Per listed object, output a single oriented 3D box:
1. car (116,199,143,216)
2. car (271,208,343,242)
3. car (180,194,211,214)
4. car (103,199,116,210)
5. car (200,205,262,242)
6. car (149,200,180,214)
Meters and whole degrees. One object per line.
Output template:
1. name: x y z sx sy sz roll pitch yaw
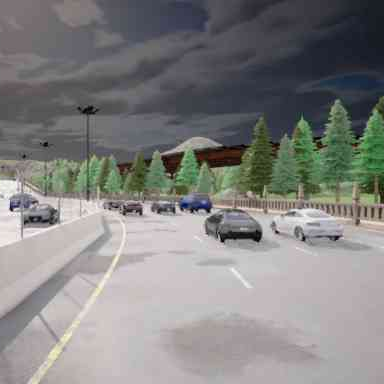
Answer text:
1. car: -6.132 1.505 33.078 1.837 1.490 4.892 0 0 -19
2. car: 5.477 1.525 16.294 1.812 1.442 4.674 0 0 -9
3. car: 0.253 1.221 36.156 2.150 2.045 5.566 0 0 -20
4. car: -10.074 1.547 42.751 2.033 1.411 5.357 0 0 -27
5. car: 1.898 1.564 16.358 1.994 1.385 4.181 0 0 -10
6. car: -3.054 1.526 34.888 1.812 1.442 4.674 0 0 -19
